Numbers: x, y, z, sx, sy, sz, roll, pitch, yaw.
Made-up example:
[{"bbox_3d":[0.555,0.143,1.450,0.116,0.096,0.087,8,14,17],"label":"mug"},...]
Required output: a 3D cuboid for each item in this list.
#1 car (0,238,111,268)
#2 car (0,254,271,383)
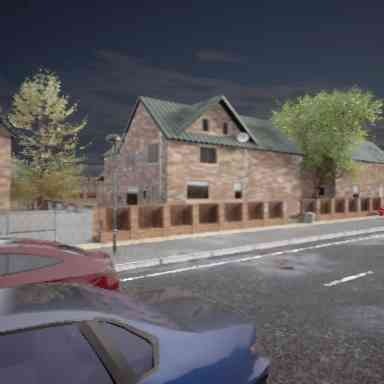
[{"bbox_3d":[-3.451,1.517,5.200,4.674,1.442,1.812,-1,0,-35],"label":"car"},{"bbox_3d":[-1.791,1.545,2.401,5.357,1.411,2.033,-1,0,-36],"label":"car"}]
